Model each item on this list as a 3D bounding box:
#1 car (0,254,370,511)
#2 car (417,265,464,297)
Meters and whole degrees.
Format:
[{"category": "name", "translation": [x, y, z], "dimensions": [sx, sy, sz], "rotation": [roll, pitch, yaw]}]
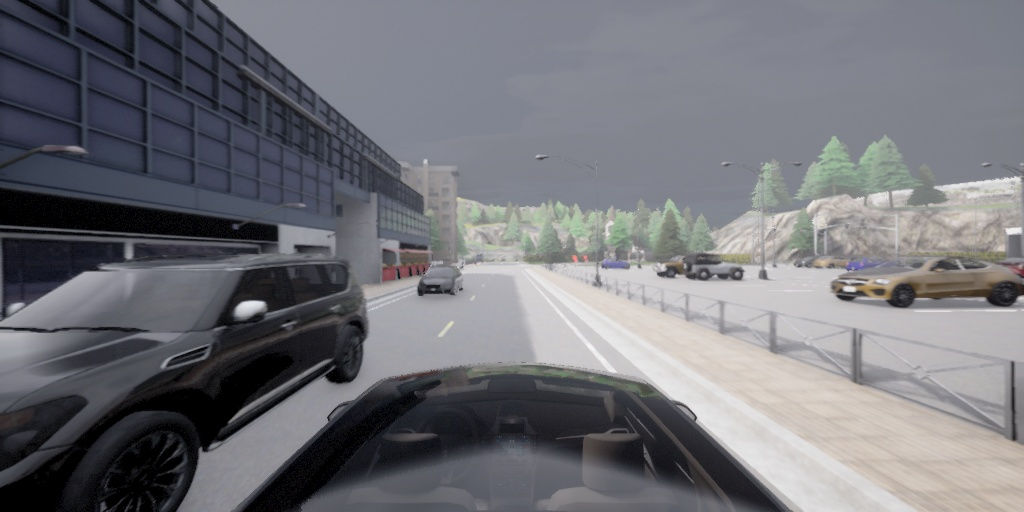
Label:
[{"category": "car", "translation": [-3.610, 0.998, 4.238], "dimensions": [2.150, 2.045, 5.566], "rotation": [0, 0, -1]}, {"category": "car", "translation": [-3.742, 1.281, 19.350], "dimensions": [1.837, 1.490, 4.892], "rotation": [0, 1, 0]}]
